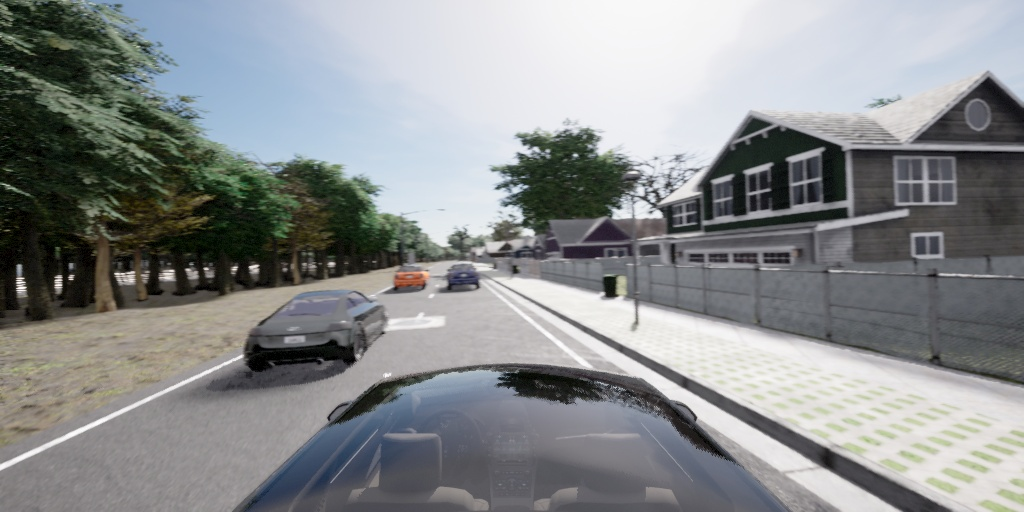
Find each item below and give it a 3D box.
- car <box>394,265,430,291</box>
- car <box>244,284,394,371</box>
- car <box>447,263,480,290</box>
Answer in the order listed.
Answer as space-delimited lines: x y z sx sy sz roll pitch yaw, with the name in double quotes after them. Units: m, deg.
-7.051 1.388 25.488 2.097 1.767 4.553 -2 0 -9 "car"
-4.223 1.481 8.404 1.994 1.385 4.181 -2 0 -9 "car"
-3.392 1.254 24.736 2.097 1.767 4.553 -2 0 -9 "car"
